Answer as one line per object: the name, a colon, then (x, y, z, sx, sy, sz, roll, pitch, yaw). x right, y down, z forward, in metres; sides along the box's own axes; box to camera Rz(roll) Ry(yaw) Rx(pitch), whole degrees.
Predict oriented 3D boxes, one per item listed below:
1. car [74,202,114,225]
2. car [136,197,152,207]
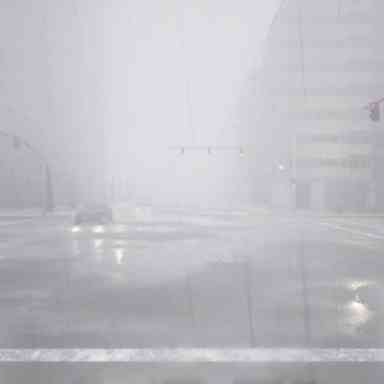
car: (-7.013, 1.500, 24.203, 1.837, 1.490, 4.892, 0, 0, 0)
car: (-7.028, 1.461, 49.077, 1.837, 1.490, 4.892, 0, 0, 0)
